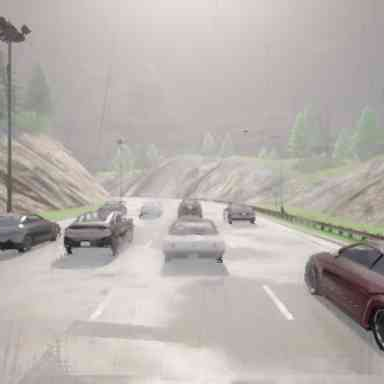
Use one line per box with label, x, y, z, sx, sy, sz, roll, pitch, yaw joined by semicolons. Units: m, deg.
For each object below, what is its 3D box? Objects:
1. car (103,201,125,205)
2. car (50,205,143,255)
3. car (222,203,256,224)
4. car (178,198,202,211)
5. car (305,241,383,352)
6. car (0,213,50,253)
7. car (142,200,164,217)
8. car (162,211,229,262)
car;-7.192;1.527;30.460;1.994;1.385;4.181;0;0;-1
car;-3.484;1.475;13.203;2.128;1.511;4.902;0;0;-1
car;3.384;1.521;24.459;2.033;1.411;5.357;0;0;-1
car;-0.181;1.319;29.551;2.097;1.767;4.553;0;0;-1
car;3.582;1.558;5.988;1.994;1.385;4.181;0;0;0
car;-6.989;1.546;13.598;1.994;1.385;4.181;0;0;-1
car;-3.712;1.490;30.888;1.812;1.442;4.674;0;0;-1
car;0.032;1.587;11.953;1.895;1.301;4.718;0;0;-1
